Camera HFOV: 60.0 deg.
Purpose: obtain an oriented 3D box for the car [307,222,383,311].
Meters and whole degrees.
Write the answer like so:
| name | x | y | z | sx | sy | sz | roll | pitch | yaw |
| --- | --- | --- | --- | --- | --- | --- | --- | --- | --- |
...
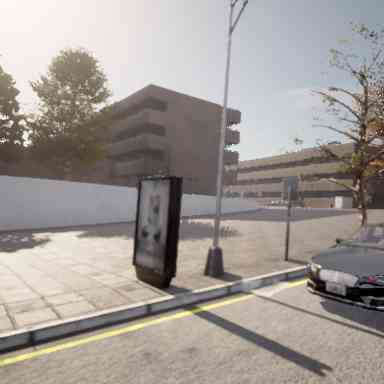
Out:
| name | x | y | z | sx | sy | sz | roll | pitch | yaw |
| --- | --- | --- | --- | --- | --- | --- | --- | --- | --- |
| car | 4.554 | 1.448 | 7.381 | 4.902 | 1.511 | 2.128 | 0 | 0 | -36 |

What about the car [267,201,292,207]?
| name | x | y | z | sx | sy | sz | roll | pitch | yaw |
| --- | --- | --- | --- | --- | --- | --- | --- | --- | --- |
| car | 15.976 | 2.378 | 60.895 | 2.033 | 1.411 | 5.357 | 5 | -5 | -24 |
